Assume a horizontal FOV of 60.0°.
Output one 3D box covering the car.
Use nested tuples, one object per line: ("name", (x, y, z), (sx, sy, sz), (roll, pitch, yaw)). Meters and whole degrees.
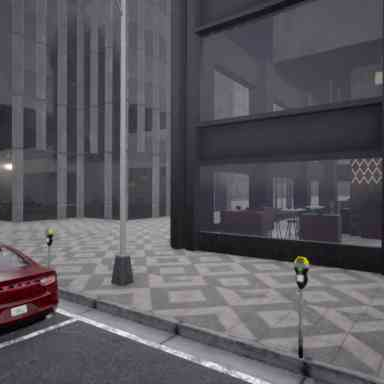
("car", (-4.264, 1.544, 6.018), (4.507, 1.381, 1.887), (0, 0, 36))
